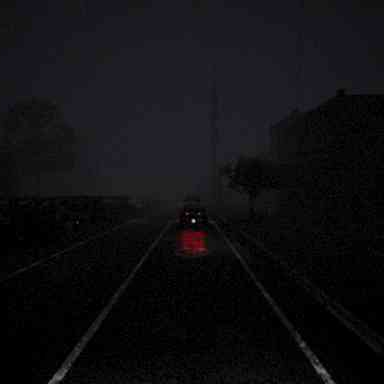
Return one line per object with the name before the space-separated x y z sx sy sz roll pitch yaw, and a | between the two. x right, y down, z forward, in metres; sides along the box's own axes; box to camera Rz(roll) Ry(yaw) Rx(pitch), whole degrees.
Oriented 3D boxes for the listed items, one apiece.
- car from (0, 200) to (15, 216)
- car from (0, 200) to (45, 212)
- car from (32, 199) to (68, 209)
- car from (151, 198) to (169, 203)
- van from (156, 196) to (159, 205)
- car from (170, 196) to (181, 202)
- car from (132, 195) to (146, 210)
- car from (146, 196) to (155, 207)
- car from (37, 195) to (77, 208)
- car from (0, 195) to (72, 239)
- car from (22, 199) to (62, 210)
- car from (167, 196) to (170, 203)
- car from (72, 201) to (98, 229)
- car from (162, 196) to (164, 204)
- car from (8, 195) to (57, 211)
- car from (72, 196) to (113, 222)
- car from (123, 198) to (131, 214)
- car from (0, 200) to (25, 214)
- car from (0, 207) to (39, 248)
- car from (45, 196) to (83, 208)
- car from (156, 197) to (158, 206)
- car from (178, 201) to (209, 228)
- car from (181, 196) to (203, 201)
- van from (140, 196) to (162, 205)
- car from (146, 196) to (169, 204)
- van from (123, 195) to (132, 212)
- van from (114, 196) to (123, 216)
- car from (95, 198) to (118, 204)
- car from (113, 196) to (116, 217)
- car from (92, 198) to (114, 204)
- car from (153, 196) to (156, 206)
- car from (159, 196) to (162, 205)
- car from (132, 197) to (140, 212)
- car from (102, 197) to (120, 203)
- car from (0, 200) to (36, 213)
car | -21.737 1.640 34.828 5.366 1.575 1.946 0 -1 0
car | -21.960 1.752 43.184 4.792 1.488 2.163 0 -1 0
car | -21.937 1.851 51.414 4.674 1.452 2.002 0 -1 0
car | -8.900 2.348 93.802 4.892 1.521 2.231 0 -1 0
van | -8.753 1.694 60.169 4.442 1.987 1.878 0 -1 0
car | -3.229 1.717 77.657 2.150 2.045 5.566 0 -1 0
car | -8.877 1.445 40.550 5.566 2.045 2.435 0 -1 0
car | -8.855 1.814 51.760 5.008 1.535 2.097 0 -1 0
car | -21.914 1.595 54.325 5.566 2.045 2.435 0 -1 0
car | -8.871 1.233 15.321 5.566 2.045 2.435 0 0 0
car | -21.932 1.782 48.754 5.008 1.535 2.097 0 -1 0
car | -8.866 1.953 82.593 5.566 2.045 2.435 0 -1 0
car | -8.845 1.518 20.924 4.892 1.521 2.231 0 0 0
car | -8.874 2.026 68.575 5.008 1.535 2.097 0 -1 0
car | -21.906 1.500 45.970 5.566 2.045 2.435 0 -1 0
car | -8.867 1.289 23.732 5.566 2.045 2.435 0 0 0
car | -8.835 1.618 32.138 4.892 1.521 2.231 0 -1 0
car | -21.920 1.669 37.615 5.008 1.535 2.097 0 -1 0
car | -8.839 1.474 12.519 4.892 1.521 2.231 0 0 0
car | -21.918 1.629 56.986 5.566 2.045 2.435 0 -1 0
car | -8.896 1.914 57.362 4.792 1.488 2.163 0 -1 0
car | 0.104 1.565 22.716 1.837 1.490 4.892 0 -1 0
car | 0.103 1.453 40.688 2.150 2.045 5.566 0 0 0
van | -8.765 1.836 71.381 4.442 1.987 1.878 0 -1 0
car | -8.868 1.989 85.396 5.566 2.045 2.435 0 -1 0
van | -8.959 1.417 34.943 4.442 1.987 1.878 0 -1 0
van | -8.723 1.364 29.336 4.442 1.987 1.878 0 -1 0
car | -21.791 2.233 84.981 5.366 1.575 1.946 0 -1 0
car | -8.807 1.438 26.531 4.553 1.767 2.185 0 -1 0
car | -21.979 2.202 82.205 4.892 1.521 2.231 0 -1 0
car | -9.049 1.845 54.559 5.366 1.575 1.946 0 -1 0
car | -8.847 2.020 65.772 4.792 1.488 2.163 0 -1 0
car | -8.840 1.669 37.744 5.008 1.535 2.097 0 -1 0
car | -22.013 2.181 90.532 4.553 1.767 2.185 0 -1 0
car | -21.899 1.726 40.399 4.792 1.488 2.163 0 -1 0
